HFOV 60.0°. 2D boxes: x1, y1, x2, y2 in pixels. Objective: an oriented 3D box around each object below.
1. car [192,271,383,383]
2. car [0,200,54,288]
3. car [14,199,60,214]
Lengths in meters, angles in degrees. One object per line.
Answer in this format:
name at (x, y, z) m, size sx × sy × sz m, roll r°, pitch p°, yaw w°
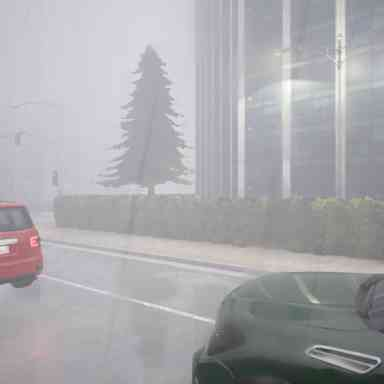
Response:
car at (2.655, 1.221, 2.096) m, size 5.566 × 2.045 × 2.150 m, roll 0°, pitch 0°, yaw 36°
car at (-5.812, 1.221, 8.081) m, size 5.566 × 2.045 × 2.150 m, roll 0°, pitch 0°, yaw 38°
car at (-17.231, 1.564, 37.083) m, size 1.994 × 1.385 × 4.181 m, roll 0°, pitch 0°, yaw 36°
